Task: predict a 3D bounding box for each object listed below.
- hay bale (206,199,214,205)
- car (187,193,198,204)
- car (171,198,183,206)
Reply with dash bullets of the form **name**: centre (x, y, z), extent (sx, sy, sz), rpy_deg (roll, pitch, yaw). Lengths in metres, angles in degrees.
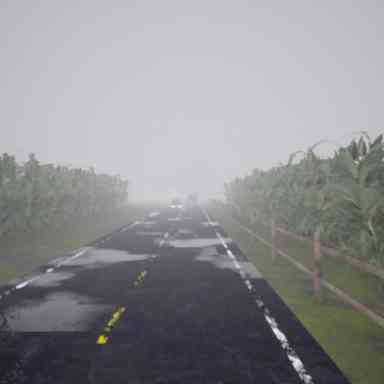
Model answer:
- **hay bale**: centre (3.267, 1.803, 60.582), extent (1.220, 1.180, 1.240), rpy_deg (1, 0, 0)
- **car**: centre (0.156, 1.305, 68.469), extent (2.150, 2.045, 5.566), rpy_deg (0, 0, 0)
- **car**: centre (-2.658, 1.702, 59.015), extent (1.994, 1.385, 4.181), rpy_deg (0, 0, 1)
